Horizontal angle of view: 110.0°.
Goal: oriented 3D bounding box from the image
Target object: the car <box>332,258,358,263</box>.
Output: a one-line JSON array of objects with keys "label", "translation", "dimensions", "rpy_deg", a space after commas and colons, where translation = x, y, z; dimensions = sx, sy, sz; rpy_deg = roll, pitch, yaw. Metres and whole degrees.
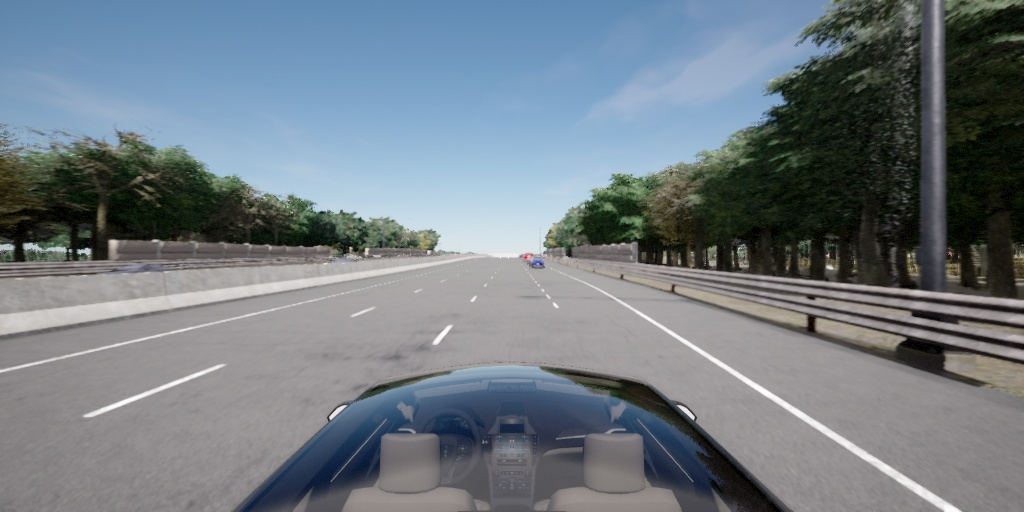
[{"label": "car", "translation": [-17.481, 1.065, 38.159], "dimensions": [2.033, 1.411, 5.357], "rpy_deg": [0, 1, 0]}]

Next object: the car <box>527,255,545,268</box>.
[{"label": "car", "translation": [3.538, 0.929, 51.073], "dimensions": [1.812, 1.442, 4.674], "rpy_deg": [0, 1, 0]}]

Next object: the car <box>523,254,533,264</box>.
[{"label": "car", "translation": [3.551, 0.826, 65.307], "dimensions": [1.895, 1.301, 4.718], "rpy_deg": [0, 1, 0]}]

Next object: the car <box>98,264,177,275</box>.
[{"label": "car", "translation": [-24.573, 1.198, 23.679], "dimensions": [1.994, 1.385, 4.181], "rpy_deg": [0, 0, 0]}]
